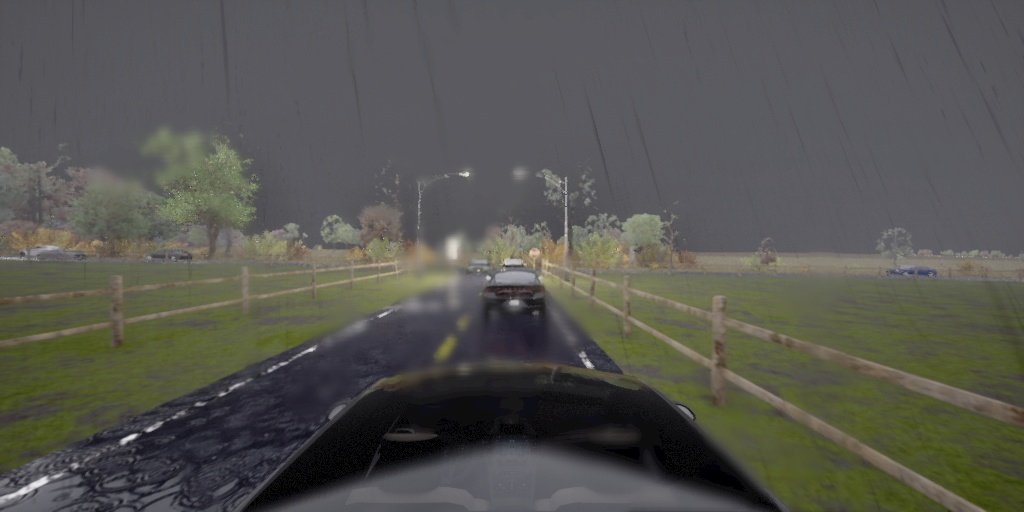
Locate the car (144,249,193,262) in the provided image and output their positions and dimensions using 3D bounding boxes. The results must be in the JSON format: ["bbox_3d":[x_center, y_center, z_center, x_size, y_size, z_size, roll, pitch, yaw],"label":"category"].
[{"bbox_3d":[-42.053,-0.116,43.958,4.892,1.490,1.837,2,1,0],"label":"car"}]

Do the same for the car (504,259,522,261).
[{"bbox_3d":[0.098,0.957,26.769,2.128,1.511,4.902,0,1,0],"label":"car"}]

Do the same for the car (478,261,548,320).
[{"bbox_3d":[0.100,1.107,12.156,1.882,1.535,5.008,0,1,0],"label":"car"}]

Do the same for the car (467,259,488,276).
[{"bbox_3d":[-2.762,0.976,31.596,1.994,1.385,4.181,0,1,0],"label":"car"}]
